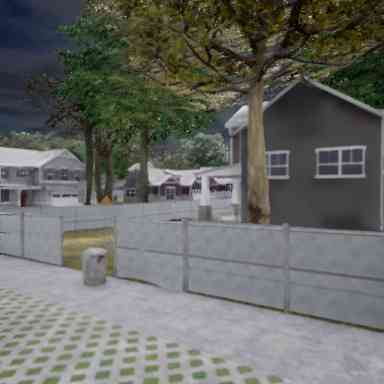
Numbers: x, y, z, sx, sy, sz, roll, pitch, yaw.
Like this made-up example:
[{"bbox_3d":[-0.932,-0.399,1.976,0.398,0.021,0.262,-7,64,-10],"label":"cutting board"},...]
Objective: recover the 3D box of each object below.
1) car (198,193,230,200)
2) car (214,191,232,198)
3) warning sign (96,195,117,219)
[{"bbox_3d":[2.609,1.315,44.975,2.128,1.511,4.902,1,1,36],"label":"car"},{"bbox_3d":[4.381,0.922,52.274,2.150,2.045,5.566,1,1,36],"label":"car"},{"bbox_3d":[-6.953,1.203,27.170,1.300,1.860,1.060,0,0,35],"label":"warning sign"}]
